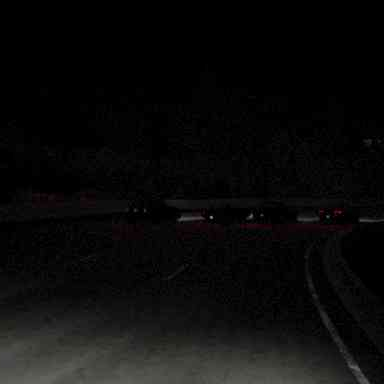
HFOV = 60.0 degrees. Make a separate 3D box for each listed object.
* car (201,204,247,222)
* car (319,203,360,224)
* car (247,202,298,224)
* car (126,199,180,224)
[{"bbox_3d":[2.789,1.588,26.471,1.895,1.301,4.718,0,0,37],"label":"car"},{"bbox_3d":[11.320,1.577,25.524,1.812,1.442,4.674,0,0,43],"label":"car"},{"bbox_3d":[6.474,1.493,25.367,1.882,1.535,5.008,0,0,39],"label":"car"},{"bbox_3d":[-2.799,1.301,24.825,2.097,1.767,4.553,1,0,31],"label":"car"}]
